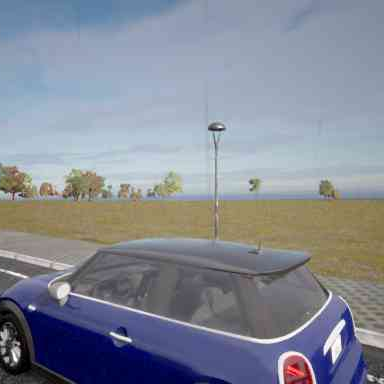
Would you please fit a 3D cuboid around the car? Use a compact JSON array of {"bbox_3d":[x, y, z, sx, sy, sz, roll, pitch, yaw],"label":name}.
[{"bbox_3d":[-0.492,1.353,4.077,4.553,1.767,2.097,0,0,36],"label":"car"}]
